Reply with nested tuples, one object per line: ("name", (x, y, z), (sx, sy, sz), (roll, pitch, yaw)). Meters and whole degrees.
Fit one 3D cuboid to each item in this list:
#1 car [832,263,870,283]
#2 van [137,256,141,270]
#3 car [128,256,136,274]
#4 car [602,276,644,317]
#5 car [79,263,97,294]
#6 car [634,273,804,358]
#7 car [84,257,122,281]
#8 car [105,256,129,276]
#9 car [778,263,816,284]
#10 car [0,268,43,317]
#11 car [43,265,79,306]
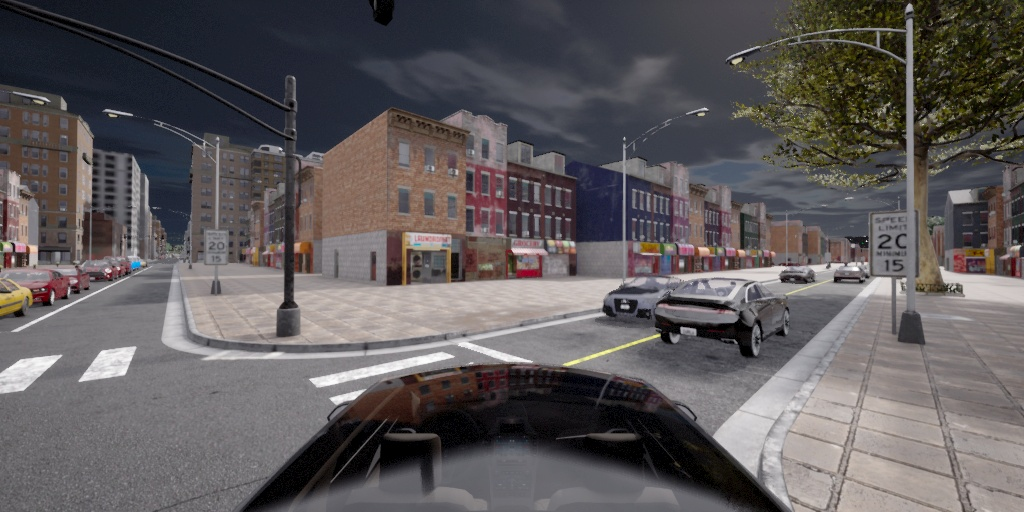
("car", (29.308, 1.546, 31.117), (5.357, 1.411, 2.033), (0, -1, -43))
("van", (-45.957, 0.912, 42.780), (1.690, 1.789, 3.998), (0, 0, -43))
("car", (-38.288, 0.902, 34.602), (2.192, 1.841, 5.009), (0, 0, -43))
("car", (4.896, 1.377, 12.281), (4.181, 1.385, 1.994), (0, -1, -43))
("car", (-22.952, 1.211, 18.248), (1.802, 1.307, 4.207), (0, 0, -43))
("car", (5.234, 1.282, 8.695), (4.902, 1.511, 2.128), (0, -1, -43))
("car", (-30.620, 1.045, 26.425), (1.967, 1.591, 4.097), (0, 0, -43))
("car", (-34.454, 1.035, 30.513), (1.967, 1.591, 4.097), (0, 0, -43))
("car", (24.259, 1.529, 30.330), (5.357, 1.411, 2.033), (1, -1, -43))
("car", (-15.167, 1.184, 9.947), (1.751, 1.417, 4.829), (0, 0, -43))
("car", (-19.117, 1.188, 14.159), (1.888, 1.381, 4.507), (0, 0, -43))
